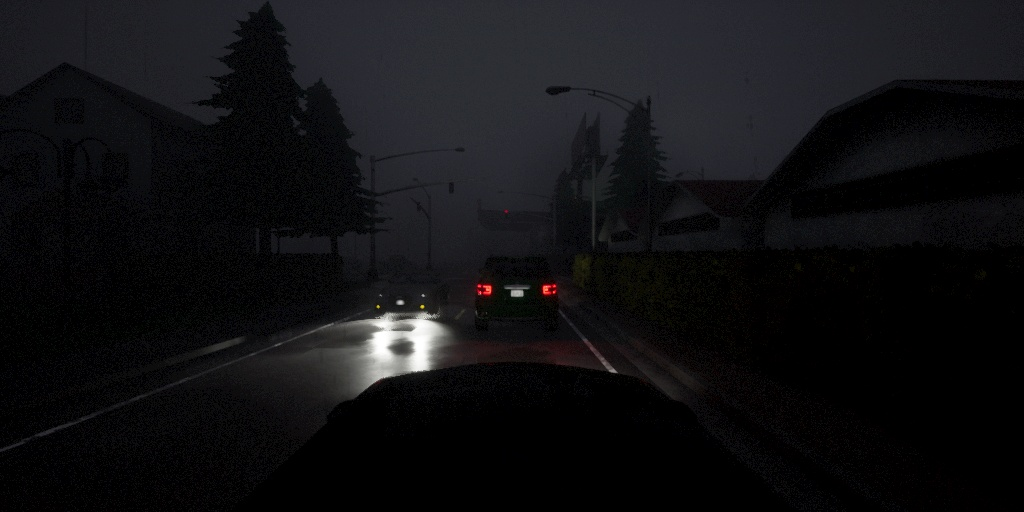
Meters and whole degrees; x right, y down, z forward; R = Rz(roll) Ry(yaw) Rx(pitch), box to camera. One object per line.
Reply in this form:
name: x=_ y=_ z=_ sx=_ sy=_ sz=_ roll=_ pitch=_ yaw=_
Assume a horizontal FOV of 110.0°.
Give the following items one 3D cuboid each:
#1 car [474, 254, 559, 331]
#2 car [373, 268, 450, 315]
car: x=0.103 y=0.970 z=11.090 sx=2.150 sy=2.045 sz=5.566 roll=0 pitch=0 yaw=0
car: x=-3.578 y=1.312 z=13.490 sx=1.994 sy=1.385 sz=4.181 roll=0 pitch=0 yaw=0
